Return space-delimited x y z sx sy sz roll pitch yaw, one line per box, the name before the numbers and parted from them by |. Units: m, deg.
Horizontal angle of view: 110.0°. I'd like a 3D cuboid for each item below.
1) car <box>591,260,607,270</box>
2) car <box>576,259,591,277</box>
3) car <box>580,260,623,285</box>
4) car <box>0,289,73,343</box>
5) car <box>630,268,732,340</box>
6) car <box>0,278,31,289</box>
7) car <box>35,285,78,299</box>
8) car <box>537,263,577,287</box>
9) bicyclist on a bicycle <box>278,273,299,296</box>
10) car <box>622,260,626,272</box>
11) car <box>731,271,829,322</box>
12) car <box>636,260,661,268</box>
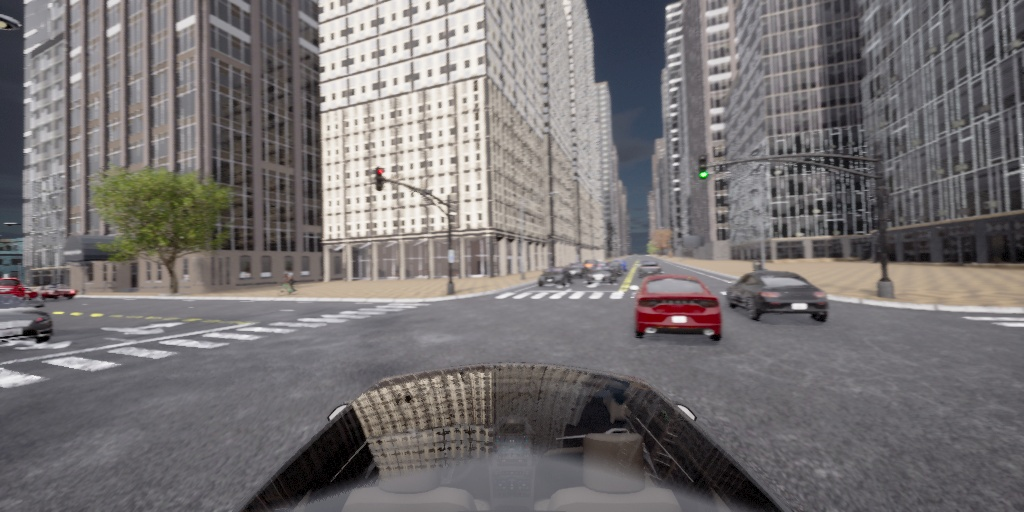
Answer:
car | 13.232 1.342 54.300 1.812 1.442 4.674 -2 -1 20
car | 6.301 1.390 35.123 2.128 1.511 4.902 -2 -1 20
car | 6.818 1.293 27.017 2.128 1.511 4.902 -2 -1 21
car | -15.821 1.894 10.639 4.902 1.511 2.128 -2 -1 22
car | 4.429 1.250 10.091 1.882 1.535 5.008 -2 -1 19
car | -40.629 2.790 28.071 5.566 2.045 2.150 -2 -1 23
car | -40.680 3.252 31.577 4.718 1.301 1.895 -2 -1 23
car | 3.298 1.496 26.833 1.994 1.385 4.181 -2 -1 20
bicyclist on a bicycle | -16.259 2.076 26.085 0.582 1.620 1.656 -2 -1 22
car | 10.118 1.270 36.108 1.837 1.490 4.892 -2 -1 20
car | 8.489 1.205 11.824 1.812 1.442 4.674 -3 -1 19
car | 12.136 1.138 31.699 2.128 1.511 4.902 -2 -1 20
